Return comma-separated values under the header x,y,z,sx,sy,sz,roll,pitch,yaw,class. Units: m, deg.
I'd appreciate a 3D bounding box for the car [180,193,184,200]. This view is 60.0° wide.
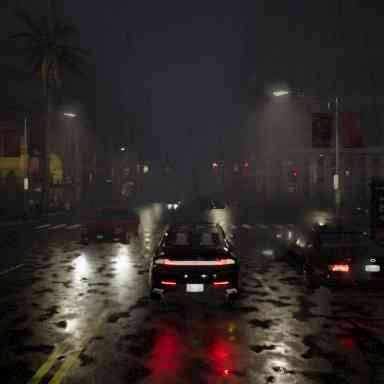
x,y,z,sx,sy,sz,roll,pitch,yaw,class
-3.462,1.540,76.651,2.033,1.411,5.357,0,0,0,car

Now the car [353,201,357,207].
x,y,z,sx,sy,sz,roll,pitch,yaw,class
26.061,1.477,48.209,5.008,1.535,1.882,0,0,0,car

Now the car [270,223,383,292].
x,y,z,sx,sy,sz,roll,pitch,yaw,class
3.567,1.547,9.047,2.033,1.411,5.357,0,0,0,car

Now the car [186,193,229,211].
x,y,z,sx,sy,sz,roll,pitch,yaw,class
1.880,1.352,40.921,2.097,1.767,4.553,0,0,-42,car

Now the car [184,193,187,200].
x,y,z,sx,sy,sz,roll,pitch,yaw,class
-2.774,1.225,90.848,2.150,2.045,5.566,0,0,10,car

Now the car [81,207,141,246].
x,y,z,sx,sy,sz,roll,pitch,yaw,class
-3.592,1.477,15.464,1.882,1.535,5.008,0,0,0,car

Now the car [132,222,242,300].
x,y,z,sx,sy,sz,roll,pitch,yaw,class
0.063,1.492,8.347,2.128,1.511,4.902,0,0,0,car

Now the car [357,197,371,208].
x,y,z,sx,sy,sz,roll,pitch,yaw,class
25.441,1.505,44.699,4.892,1.490,1.837,0,0,0,car

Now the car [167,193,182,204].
x,y,z,sx,sy,sz,roll,pitch,yaw,class
-3.527,1.491,61.795,2.128,1.511,4.902,0,0,0,car
